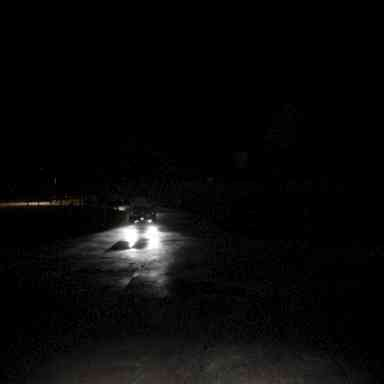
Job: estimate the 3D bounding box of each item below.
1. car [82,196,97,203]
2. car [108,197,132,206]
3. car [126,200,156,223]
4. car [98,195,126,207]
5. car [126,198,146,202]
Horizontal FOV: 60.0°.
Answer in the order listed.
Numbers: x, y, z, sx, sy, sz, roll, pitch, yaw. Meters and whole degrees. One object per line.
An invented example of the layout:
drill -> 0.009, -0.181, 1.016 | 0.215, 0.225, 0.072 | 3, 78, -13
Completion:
car -> -18.632, 1.523, 61.806 | 4.181, 1.385, 1.994 | -1, 1, 41
car -> -11.881, 1.479, 54.403 | 1.895, 1.301, 4.718 | -1, 0, -38
car -> -3.627, 1.512, 24.889 | 1.895, 1.301, 4.718 | 0, 0, -6
car -> -11.814, 1.255, 49.090 | 2.097, 1.767, 4.553 | -1, 0, -33
car -> -5.527, 1.408, 35.173 | 1.812, 1.442, 4.674 | 0, 0, -17
